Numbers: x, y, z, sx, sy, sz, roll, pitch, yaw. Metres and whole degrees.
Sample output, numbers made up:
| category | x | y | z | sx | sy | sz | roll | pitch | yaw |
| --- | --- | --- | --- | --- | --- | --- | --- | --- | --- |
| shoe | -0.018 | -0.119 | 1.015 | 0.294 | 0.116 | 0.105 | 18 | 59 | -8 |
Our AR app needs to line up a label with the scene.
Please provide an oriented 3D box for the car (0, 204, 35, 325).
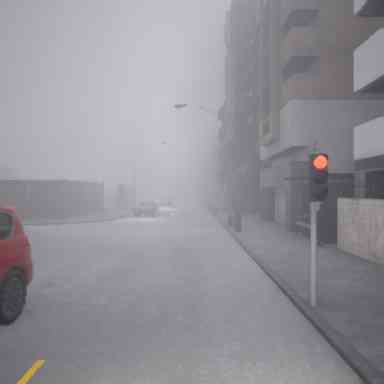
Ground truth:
| category | x | y | z | sx | sy | sz | roll | pitch | yaw |
| --- | --- | --- | --- | --- | --- | --- | --- | --- | --- |
| car | -4.102 | 1.221 | 4.156 | 2.150 | 2.045 | 5.566 | 0 | 0 | 0 |

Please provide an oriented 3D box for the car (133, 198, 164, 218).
| category | x | y | z | sx | sy | sz | roll | pitch | yaw |
| --- | --- | --- | --- | --- | --- | --- | --- | --- | --- |
| car | -4.133 | 1.543 | 30.800 | 2.033 | 1.411 | 5.357 | 0 | 0 | 0 |

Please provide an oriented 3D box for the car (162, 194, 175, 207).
| category | x | y | z | sx | sy | sz | roll | pitch | yaw |
| --- | --- | --- | --- | --- | --- | --- | --- | --- | --- |
| car | -4.102 | 1.484 | 52.359 | 2.128 | 1.511 | 4.902 | 0 | 0 | 0 |
